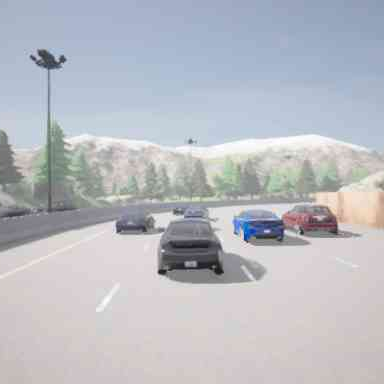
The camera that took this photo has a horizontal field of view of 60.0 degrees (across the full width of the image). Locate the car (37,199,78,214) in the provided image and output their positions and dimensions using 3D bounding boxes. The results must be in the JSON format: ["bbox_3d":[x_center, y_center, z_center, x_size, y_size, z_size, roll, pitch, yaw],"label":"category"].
[{"bbox_3d":[-13.439,1.719,32.969,2.150,2.045,5.566,-1,-1,9],"label":"car"}]

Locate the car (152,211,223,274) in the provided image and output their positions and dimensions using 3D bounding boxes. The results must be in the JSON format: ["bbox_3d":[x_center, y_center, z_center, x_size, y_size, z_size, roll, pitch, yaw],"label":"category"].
[{"bbox_3d":[-0.081,1.625,10.986,1.837,1.490,4.892,-1,0,-1],"label":"car"}]

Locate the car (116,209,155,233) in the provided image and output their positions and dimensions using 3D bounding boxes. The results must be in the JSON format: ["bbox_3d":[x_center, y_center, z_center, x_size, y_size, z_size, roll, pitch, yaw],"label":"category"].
[{"bbox_3d":[-3.659,1.838,21.965,1.994,1.385,4.181,-1,-1,1],"label":"car"}]

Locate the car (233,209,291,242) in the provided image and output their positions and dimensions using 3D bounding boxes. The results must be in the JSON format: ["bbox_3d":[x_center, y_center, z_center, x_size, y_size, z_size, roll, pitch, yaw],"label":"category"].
[{"bbox_3d":[3.304,1.629,17.288,1.882,1.535,5.008,-1,0,-1],"label":"car"}]

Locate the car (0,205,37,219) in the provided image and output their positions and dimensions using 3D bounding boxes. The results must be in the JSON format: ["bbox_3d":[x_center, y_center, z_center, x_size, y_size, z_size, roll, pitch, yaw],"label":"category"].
[{"bbox_3d":[-17.157,2.003,31.176,2.128,1.511,4.902,-1,-1,6],"label":"car"}]

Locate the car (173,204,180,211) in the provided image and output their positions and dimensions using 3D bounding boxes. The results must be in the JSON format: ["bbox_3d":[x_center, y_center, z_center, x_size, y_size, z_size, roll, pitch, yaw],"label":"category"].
[{"bbox_3d":[-0.786,2.006,40.613,1.994,1.385,4.181,-1,-1,17],"label":"car"}]

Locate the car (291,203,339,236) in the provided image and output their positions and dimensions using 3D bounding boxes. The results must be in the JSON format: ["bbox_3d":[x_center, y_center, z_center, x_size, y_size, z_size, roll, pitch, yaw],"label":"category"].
[{"bbox_3d":[6.819,1.492,19.706,2.097,1.767,4.553,0,-1,1],"label":"car"}]

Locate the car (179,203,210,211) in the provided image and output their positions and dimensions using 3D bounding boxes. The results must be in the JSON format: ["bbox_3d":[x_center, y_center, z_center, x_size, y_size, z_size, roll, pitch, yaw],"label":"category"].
[{"bbox_3d":[0.545,1.876,31.217,2.033,1.411,5.357,-1,-1,9],"label":"car"}]
